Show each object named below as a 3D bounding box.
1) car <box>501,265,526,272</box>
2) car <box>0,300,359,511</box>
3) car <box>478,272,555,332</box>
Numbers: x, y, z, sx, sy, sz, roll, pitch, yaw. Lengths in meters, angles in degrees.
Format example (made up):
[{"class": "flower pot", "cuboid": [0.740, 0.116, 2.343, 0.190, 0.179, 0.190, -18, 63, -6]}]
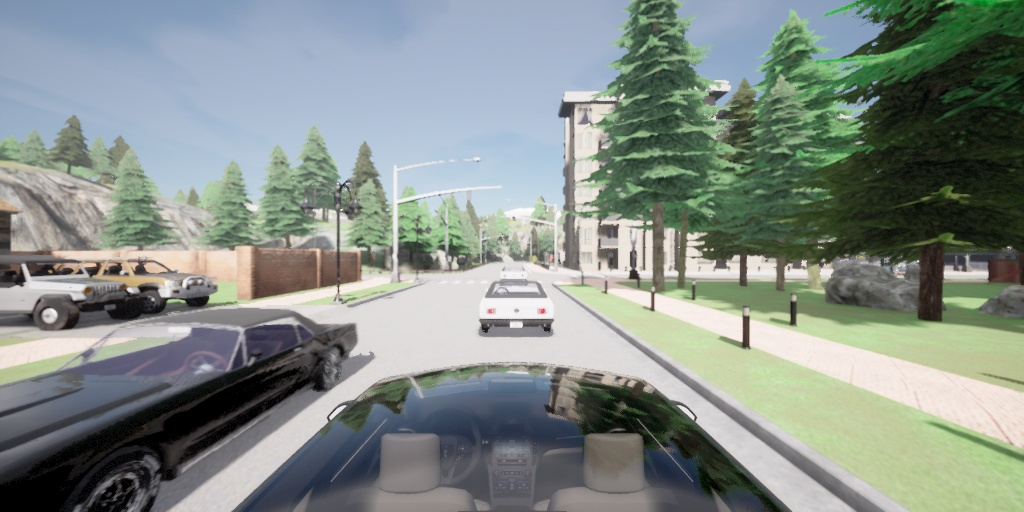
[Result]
[{"class": "car", "cuboid": [0.099, 1.348, 26.399, 1.895, 1.301, 4.718, 0, 0, 0]}, {"class": "car", "cuboid": [-3.593, 1.350, 4.006, 1.895, 1.301, 4.718, 0, 0, 0]}, {"class": "car", "cuboid": [0.112, 1.349, 10.804, 1.895, 1.301, 4.718, 0, 0, 0]}]
